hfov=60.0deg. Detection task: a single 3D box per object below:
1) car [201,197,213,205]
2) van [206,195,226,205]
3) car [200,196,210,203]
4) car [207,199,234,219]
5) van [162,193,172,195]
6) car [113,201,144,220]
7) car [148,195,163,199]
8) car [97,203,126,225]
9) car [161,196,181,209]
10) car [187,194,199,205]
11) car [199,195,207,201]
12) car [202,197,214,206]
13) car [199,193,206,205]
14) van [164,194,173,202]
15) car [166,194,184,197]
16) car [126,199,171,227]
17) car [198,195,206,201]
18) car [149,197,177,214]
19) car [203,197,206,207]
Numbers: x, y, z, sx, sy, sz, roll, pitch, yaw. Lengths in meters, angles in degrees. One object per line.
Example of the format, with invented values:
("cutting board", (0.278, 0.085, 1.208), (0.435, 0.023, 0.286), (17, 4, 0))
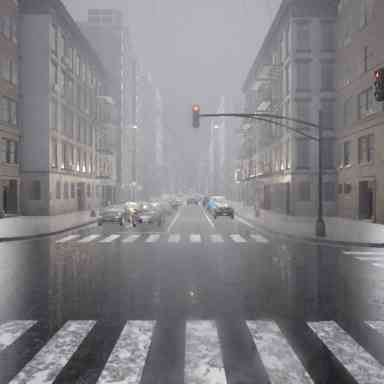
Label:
("car", (2.643, 1.546, 61.332), (2.008, 1.369, 4.403), (0, 0, 0))
("van", (2.638, 1.338, 34.300), (1.690, 1.788, 3.998), (0, 0, 0))
("car", (2.644, 1.521, 66.907), (1.752, 1.417, 4.829), (0, 0, 0))
("car", (2.637, 1.548, 28.894), (2.008, 1.369, 4.403), (0, 0, 0))
("van", (-5.435, 1.336, 66.736), (1.690, 1.788, 3.998), (0, 0, 0))
("car", (-5.398, 1.523, 28.723), (1.752, 1.417, 4.829), (0, 0, 0))
("car", (-5.414, 1.436, 45.111), (1.967, 1.590, 4.097), (0, 0, 0))
("car", (-5.392, 1.549, 23.486), (2.008, 1.369, 4.403), (0, 0, 0))
("car", (-2.838, 1.560, 42.752), (1.994, 1.385, 4.181), (0, 0, 1))
("car", (0.094, 1.501, 57.056), (1.837, 1.490, 4.892), (0, 0, 0))
("car", (2.647, 1.539, 82.957), (1.887, 1.381, 4.507), (0, 0, 0))
("car", (2.642, 1.562, 55.925), (1.947, 1.339, 4.313), (0, 0, 0))
("car", (2.641, 1.311, 50.519), (2.192, 1.841, 5.009), (0, 0, 0))
("van", (-5.446, 1.336, 77.548), (1.690, 1.788, 3.998), (0, 0, 0))
("car", (-2.801, 1.473, 53.006), (1.882, 1.535, 5.008), (0, 0, 1))
("car", (-2.851, 1.489, 22.855), (2.128, 1.511, 4.902), (0, 0, 0))
("car", (2.648, 1.560, 88.363), (1.947, 1.339, 4.313), (0, 0, 0))
("car", (-2.848, 1.544, 32.738), (2.033, 1.411, 5.357), (0, 0, 0))
("car", (2.639, 1.578, 39.707), (1.802, 1.307, 4.206), (0, 0, 0))
